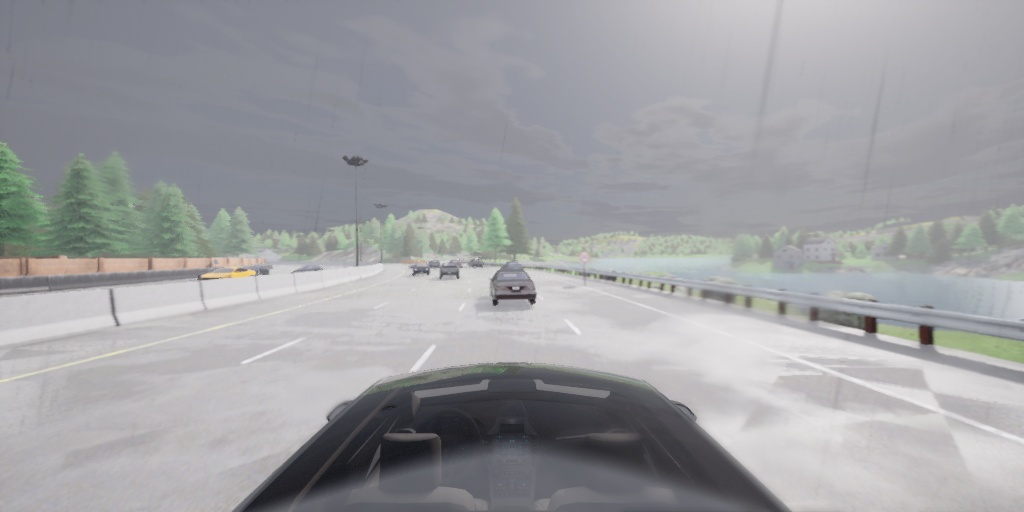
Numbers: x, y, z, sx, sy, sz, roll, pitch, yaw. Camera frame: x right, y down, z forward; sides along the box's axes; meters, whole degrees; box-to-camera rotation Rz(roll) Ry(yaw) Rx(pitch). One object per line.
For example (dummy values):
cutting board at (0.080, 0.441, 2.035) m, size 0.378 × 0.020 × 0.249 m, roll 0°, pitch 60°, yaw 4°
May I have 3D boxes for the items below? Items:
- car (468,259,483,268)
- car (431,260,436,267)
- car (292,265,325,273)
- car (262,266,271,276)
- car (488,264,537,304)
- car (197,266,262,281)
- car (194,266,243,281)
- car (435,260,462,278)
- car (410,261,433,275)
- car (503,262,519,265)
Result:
car at (-6.620, 1.369, 64.376) m, size 1.837 × 1.490 × 4.892 m, roll 0°, pitch 0°, yaw -20°
car at (-13.821, 1.477, 63.669) m, size 2.128 × 1.511 × 4.902 m, roll -1°, pitch 0°, yaw -20°
car at (-20.986, 1.654, 37.226) m, size 2.033 × 1.411 × 5.357 m, roll -1°, pitch 0°, yaw -11°
car at (-28.865, 1.804, 40.208) m, size 1.994 × 1.385 × 4.181 m, roll -1°, pitch 0°, yaw -13°
car at (-0.062, 1.299, 16.360) m, size 2.033 × 1.411 × 5.357 m, roll -1°, pitch 0°, yaw -5°
car at (-23.113, 1.620, 29.389) m, size 1.882 × 1.535 × 5.008 m, roll -1°, pitch 0°, yaw -9°
car at (-32.296, 1.846, 39.740) m, size 2.033 × 1.411 × 5.357 m, roll -1°, pitch 0°, yaw -13°
car at (-6.173, 1.347, 35.309) m, size 2.128 × 1.511 × 4.902 m, roll -1°, pitch 0°, yaw -11°
car at (-10.606, 1.531, 41.934) m, size 1.895 × 1.301 × 4.718 m, roll -1°, pitch 0°, yaw -14°
car at (0.021, 1.314, 40.627) m, size 1.994 × 1.385 × 4.181 m, roll -1°, pitch 0°, yaw -12°
